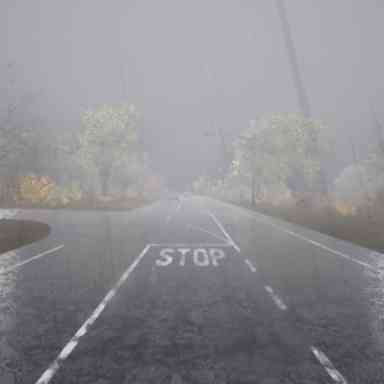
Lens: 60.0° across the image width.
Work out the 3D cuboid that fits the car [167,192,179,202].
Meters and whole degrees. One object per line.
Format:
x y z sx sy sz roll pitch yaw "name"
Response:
-3.742 0.949 66.260 2.150 2.045 5.566 0 1 -1 "car"
